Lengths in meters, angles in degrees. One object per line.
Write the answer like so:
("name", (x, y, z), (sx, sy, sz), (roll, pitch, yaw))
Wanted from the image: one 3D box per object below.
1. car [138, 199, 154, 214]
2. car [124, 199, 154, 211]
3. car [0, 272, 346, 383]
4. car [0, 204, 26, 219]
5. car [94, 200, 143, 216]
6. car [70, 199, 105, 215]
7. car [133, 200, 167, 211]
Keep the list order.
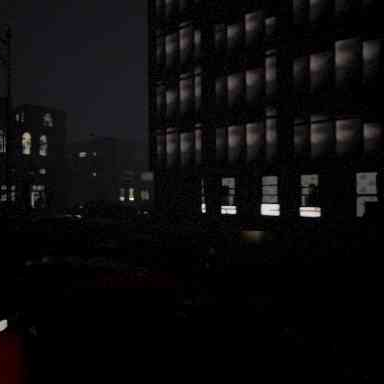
("car", (-4.141, 1.671, 38.364), (1.967, 1.590, 4.097), (-1, -1, 36))
("car", (-7.605, 1.778, 47.792), (1.967, 1.590, 4.097), (-1, -1, 36))
("car", (-0.830, 1.555, 3.471), (4.507, 1.381, 1.887), (0, 0, 35))
("car", (-17.374, 1.779, 30.151), (1.994, 1.385, 4.181), (-1, -1, 36))
("car", (-7.394, 1.785, 33.886), (1.802, 1.307, 4.206), (-1, -1, 36))
("car", (-11.589, 1.615, 38.010), (2.097, 1.767, 4.553), (-1, -1, 37))
("car", (-5.742, 1.837, 45.930), (1.812, 1.442, 4.674), (-1, -1, 36))
